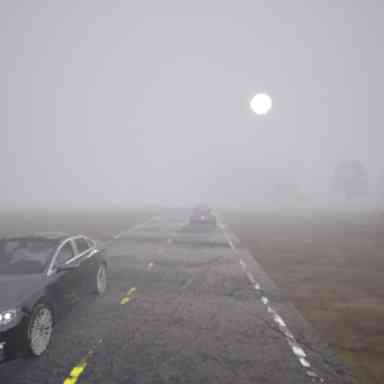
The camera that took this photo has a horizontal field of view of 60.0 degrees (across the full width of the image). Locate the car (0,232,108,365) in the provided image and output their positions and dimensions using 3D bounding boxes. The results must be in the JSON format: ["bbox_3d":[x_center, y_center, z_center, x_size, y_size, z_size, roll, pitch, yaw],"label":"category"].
[{"bbox_3d":[-2.967,1.557,6.162,2.128,1.511,4.902,0,-1,1],"label":"car"}]

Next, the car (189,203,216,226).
[{"bbox_3d":[0.834,1.840,25.789,1.994,1.385,4.181,0,-1,2],"label":"car"}]

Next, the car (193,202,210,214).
[{"bbox_3d":[1.096,2.010,41.810,1.994,1.385,4.181,0,-1,0],"label":"car"}]
